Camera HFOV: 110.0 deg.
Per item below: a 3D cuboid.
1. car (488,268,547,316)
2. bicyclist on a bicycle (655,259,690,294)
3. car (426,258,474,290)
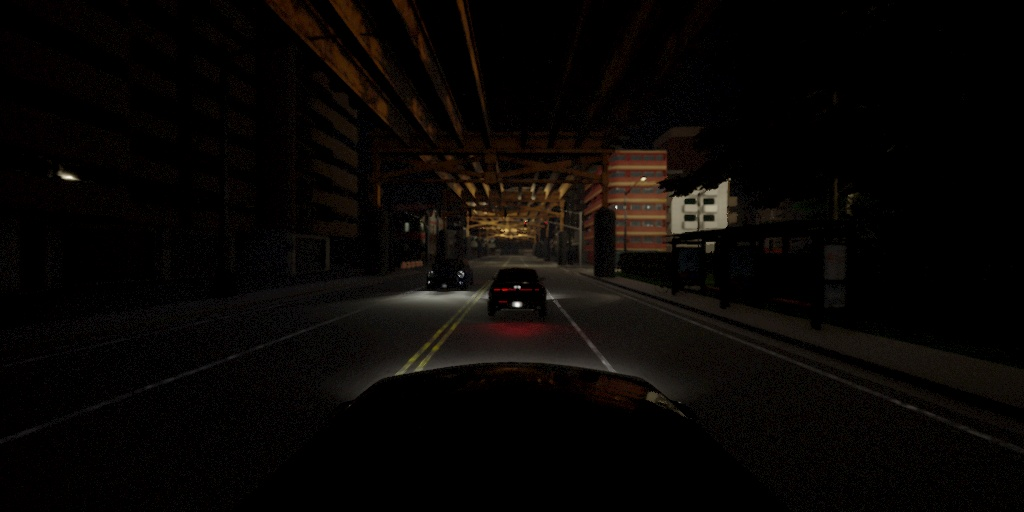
[{"bbox_3d":[0.191,1.159,12.941,1.837,1.490,4.892,0,0,1],"label":"car"},{"bbox_3d":[7.529,0.975,16.830,1.656,1.620,0.582,0,0,1],"label":"bicyclist on a bicycle"},{"bbox_3d":[-3.405,0.918,20.493,2.097,1.767,4.553,0,1,1],"label":"car"}]
